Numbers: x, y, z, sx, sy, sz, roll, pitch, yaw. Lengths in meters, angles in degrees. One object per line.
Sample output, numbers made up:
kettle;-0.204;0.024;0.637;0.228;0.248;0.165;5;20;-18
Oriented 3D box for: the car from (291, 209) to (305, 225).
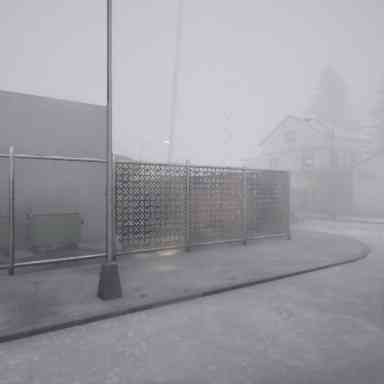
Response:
car;5.613;1.493;23.496;2.128;1.511;4.902;0;0;-35
